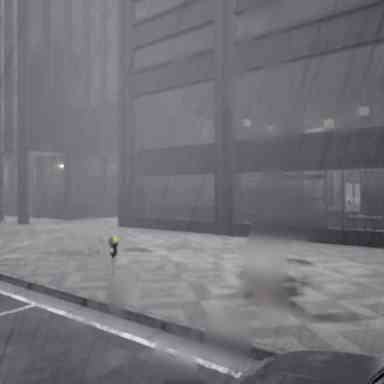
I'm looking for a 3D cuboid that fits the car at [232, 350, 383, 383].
[{"bbox_3d":[2.084,1.544,1.486,4.403,1.369,2.008,0,0,35],"label":"car"}]
